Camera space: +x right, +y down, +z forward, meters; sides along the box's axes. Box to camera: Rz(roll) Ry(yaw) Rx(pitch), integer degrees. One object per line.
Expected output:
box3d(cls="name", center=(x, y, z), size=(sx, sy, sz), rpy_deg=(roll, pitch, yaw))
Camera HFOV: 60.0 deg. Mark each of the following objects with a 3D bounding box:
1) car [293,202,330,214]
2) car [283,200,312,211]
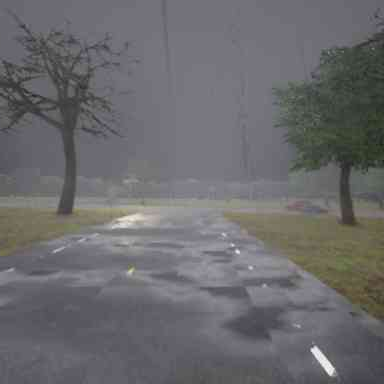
box3d(cls="car", center=(20.968, 3.016, 57.499), size=(5.357, 1.411, 2.033), rpy_deg=(2, 0, 0))
box3d(cls="car", center=(20.618, 2.662, 64.505), size=(5.566, 2.045, 2.150), rpy_deg=(1, 0, 0))
